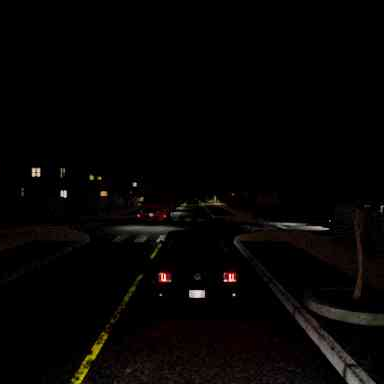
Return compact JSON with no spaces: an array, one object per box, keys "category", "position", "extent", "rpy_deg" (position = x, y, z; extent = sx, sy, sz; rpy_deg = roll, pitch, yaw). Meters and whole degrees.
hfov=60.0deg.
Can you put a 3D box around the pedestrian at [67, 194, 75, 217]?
[{"category":"pedestrian","position":[-9.631,1.046,26.420],"extent":[0.375,1.860,0.375],"rpy_deg":[0,-2,0]}]

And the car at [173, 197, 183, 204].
[{"category":"car","position":[-2.785,1.675,66.163],"extent":[1.812,1.442,4.674],"rpy_deg":[0,0,0]}]

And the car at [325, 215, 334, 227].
[{"category":"car","position":[11.714,1.900,23.505],"extent":[4.181,1.385,1.994],"rpy_deg":[1,-1,-1]}]

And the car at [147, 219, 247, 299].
[{"category":"car","position":[0.098,1.605,8.391],"extent":[1.895,1.301,4.718],"rpy_deg":[0,0,0]}]

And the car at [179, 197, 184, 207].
[{"category":"car","position":[-2.835,1.444,51.858],"extent":[2.097,1.767,4.553],"rpy_deg":[0,0,0]}]

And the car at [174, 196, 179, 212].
[{"category":"car","position":[-2.848,1.560,39.911],"extent":[1.837,1.490,4.892],"rpy_deg":[0,0,0]}]

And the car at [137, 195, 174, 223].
[{"category":"car","position":[-2.830,1.250,25.799],"extent":[2.150,2.045,5.566],"rpy_deg":[1,0,0]}]

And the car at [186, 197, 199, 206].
[{"category":"car","position":[0.095,1.625,59.209],"extent":[1.837,1.490,4.892],"rpy_deg":[0,0,0]}]
